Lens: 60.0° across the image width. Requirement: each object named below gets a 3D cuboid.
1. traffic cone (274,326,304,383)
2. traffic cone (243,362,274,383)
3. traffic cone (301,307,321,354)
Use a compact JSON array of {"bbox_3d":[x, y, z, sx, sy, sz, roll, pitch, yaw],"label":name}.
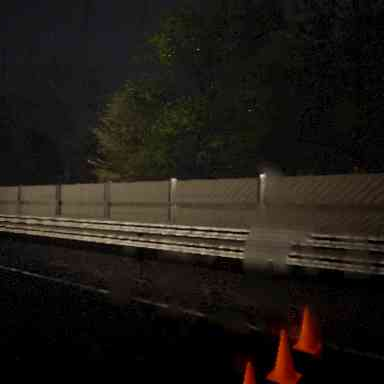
[{"bbox_3d":[1.143,2.012,4.146,0.340,0.580,0.340,-1,-1,35],"label":"traffic cone"},{"bbox_3d":[0.573,2.002,3.325,0.340,0.580,0.340,-1,-1,35],"label":"traffic cone"},{"bbox_3d":[1.714,2.022,4.968,0.340,0.580,0.340,-1,-1,35],"label":"traffic cone"}]
